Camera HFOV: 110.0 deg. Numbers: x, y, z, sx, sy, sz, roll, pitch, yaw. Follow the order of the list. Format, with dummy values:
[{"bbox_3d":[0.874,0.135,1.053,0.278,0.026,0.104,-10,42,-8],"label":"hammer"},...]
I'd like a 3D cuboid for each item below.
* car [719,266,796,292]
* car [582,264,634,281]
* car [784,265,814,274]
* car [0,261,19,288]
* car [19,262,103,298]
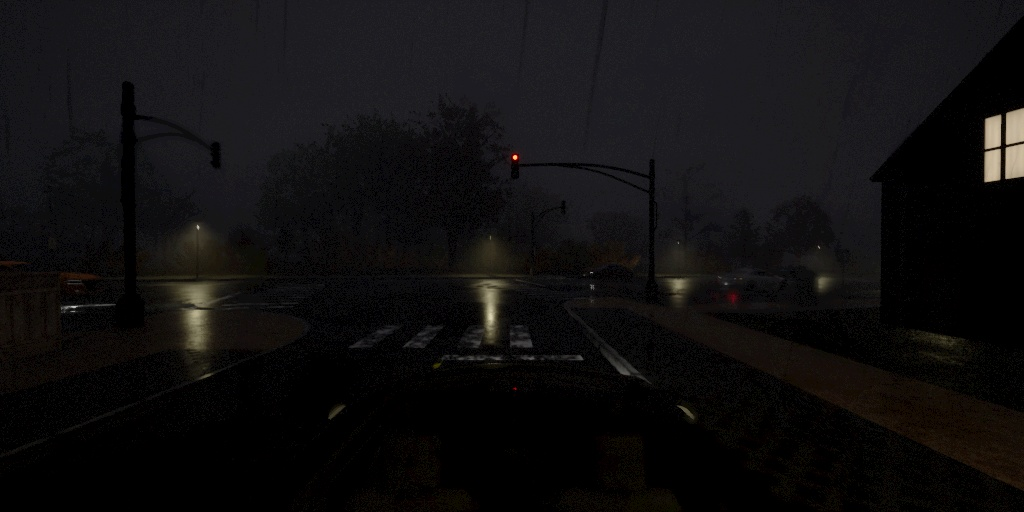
[{"bbox_3d":[15.804,1.560,23.468,4.674,1.442,1.812,1,0,-17],"label":"car"},{"bbox_3d":[8.430,1.403,31.444,4.674,1.442,1.812,1,0,-18],"label":"car"},{"bbox_3d":[29.563,1.707,38.001,4.892,1.490,1.837,1,0,-16],"label":"car"},{"bbox_3d":[-19.127,0.966,10.573,4.902,1.511,2.128,1,0,-22],"label":"car"},{"bbox_3d":[-19.530,0.937,13.919,5.008,1.535,1.882,1,0,-22],"label":"car"}]
